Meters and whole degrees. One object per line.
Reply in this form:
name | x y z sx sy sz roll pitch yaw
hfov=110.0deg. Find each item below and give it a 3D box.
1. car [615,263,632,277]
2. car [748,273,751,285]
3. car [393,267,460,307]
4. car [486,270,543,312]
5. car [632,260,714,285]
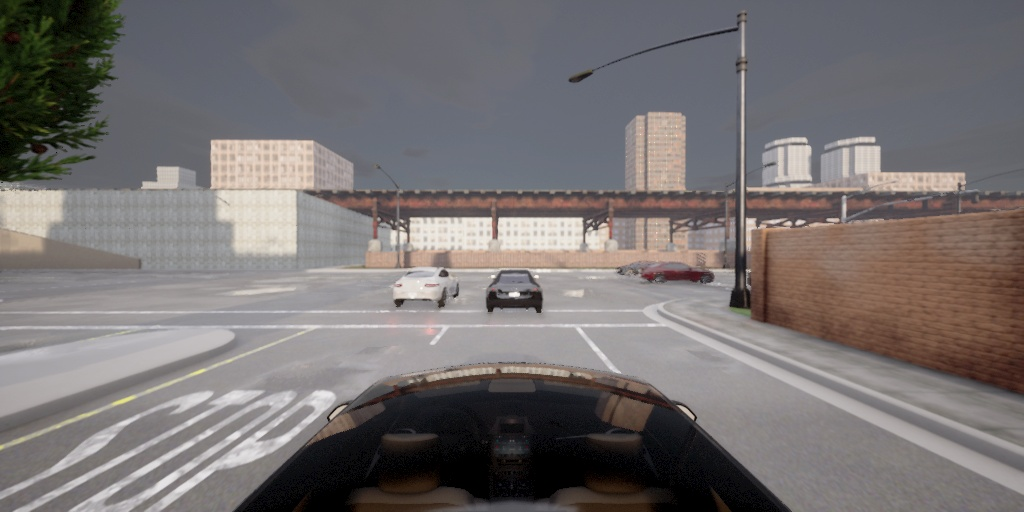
car | 11.019 1.060 30.618 4.181 1.385 1.994 0 0 1
car | 15.603 1.152 19.941 4.181 1.385 1.994 0 1 1
car | -3.372 1.164 14.681 1.812 1.442 4.674 0 0 1
car | 0.110 1.209 13.665 1.994 1.385 4.181 0 0 1
car | 10.712 1.083 23.534 4.674 1.442 1.812 0 0 2
